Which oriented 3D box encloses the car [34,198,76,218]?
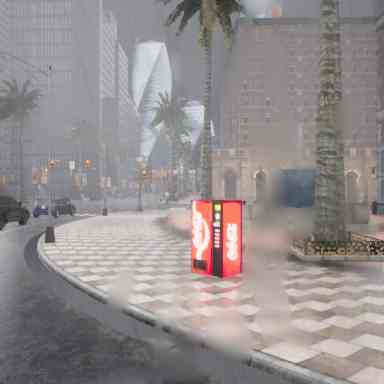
[{"bbox_3d":[-12.436,1.352,30.360,2.097,1.767,4.553,0,0,5],"label":"car"}]

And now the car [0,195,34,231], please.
[{"bbox_3d":[-12.211,1.221,20.787,2.150,2.045,5.566,0,0,-6],"label":"car"}]

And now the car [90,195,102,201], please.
[{"bbox_3d":[-24.290,1.513,84.688,2.161,1.482,4.786,0,0,1],"label":"car"}]

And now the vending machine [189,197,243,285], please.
[{"bbox_3d":[0.636,1.195,8.717,1.100,2.100,0.880,0,0,-43],"label":"vending machine"}]
